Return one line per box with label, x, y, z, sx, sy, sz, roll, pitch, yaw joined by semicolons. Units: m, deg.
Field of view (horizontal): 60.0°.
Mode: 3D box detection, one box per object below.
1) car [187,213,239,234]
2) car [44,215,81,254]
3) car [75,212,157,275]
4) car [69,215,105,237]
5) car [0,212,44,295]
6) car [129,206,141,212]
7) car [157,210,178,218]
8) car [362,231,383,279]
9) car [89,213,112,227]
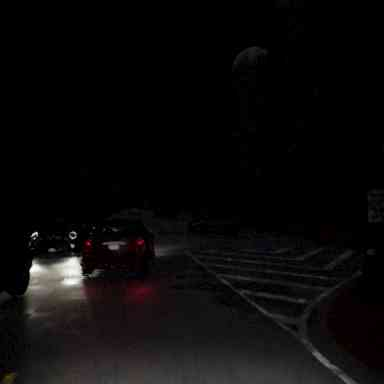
car;1.658;2.471;26.461;3.988;1.617;1.851;0;-2;-11
car;-6.338;1.973;16.331;2.097;1.767;4.553;0;-2;-10
car;-2.512;1.797;12.214;2.097;1.767;4.553;0;-2;-4
car;-8.037;2.550;25.957;2.033;1.411;5.357;0;-2;-10
car;-4.985;1.459;6.641;2.150;2.045;5.566;0;-2;-9
car;-14.062;4.360;80.547;2.150;2.045;5.566;0;-2;-10
car;-4.574;3.824;58.852;4.181;1.381;1.994;0;-2;-11
car;6.914;1.695;10.302;3.866;1.878;1.905;2;-3;-41
car;-9.759;2.998;35.913;1.895;1.301;4.718;0;-2;-10
